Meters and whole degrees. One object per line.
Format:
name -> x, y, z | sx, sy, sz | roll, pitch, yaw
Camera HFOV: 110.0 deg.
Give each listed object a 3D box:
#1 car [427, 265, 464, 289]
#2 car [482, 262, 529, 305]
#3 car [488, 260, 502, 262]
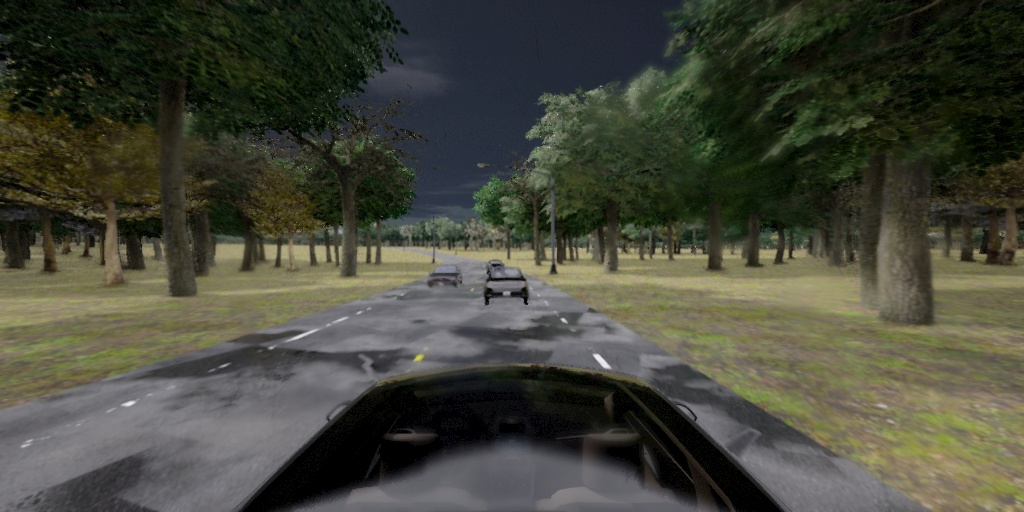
car -> -4.237, 1.291, 23.645 | 2.033, 1.411, 5.357 | -1, 0, -3
car -> -0.295, 1.224, 16.158 | 2.128, 1.511, 4.902 | -1, 0, -2
car -> -1.838, 1.145, 38.644 | 1.837, 1.490, 4.892 | 0, 1, -5
